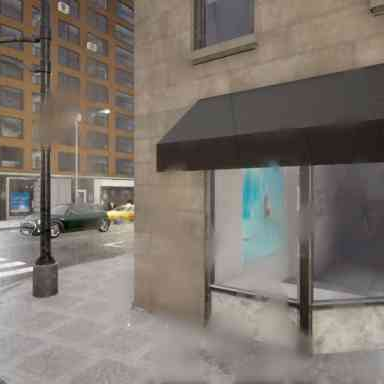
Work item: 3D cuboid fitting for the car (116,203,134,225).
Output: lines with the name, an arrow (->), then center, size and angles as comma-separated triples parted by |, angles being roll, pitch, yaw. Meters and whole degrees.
car -> -4.871, 1.548, 24.673 | 1.752, 1.417, 4.829 | 0, 0, 36

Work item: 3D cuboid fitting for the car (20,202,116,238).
car -> -6.674, 1.366, 17.848 | 2.097, 1.767, 4.553 | 0, 0, 36
